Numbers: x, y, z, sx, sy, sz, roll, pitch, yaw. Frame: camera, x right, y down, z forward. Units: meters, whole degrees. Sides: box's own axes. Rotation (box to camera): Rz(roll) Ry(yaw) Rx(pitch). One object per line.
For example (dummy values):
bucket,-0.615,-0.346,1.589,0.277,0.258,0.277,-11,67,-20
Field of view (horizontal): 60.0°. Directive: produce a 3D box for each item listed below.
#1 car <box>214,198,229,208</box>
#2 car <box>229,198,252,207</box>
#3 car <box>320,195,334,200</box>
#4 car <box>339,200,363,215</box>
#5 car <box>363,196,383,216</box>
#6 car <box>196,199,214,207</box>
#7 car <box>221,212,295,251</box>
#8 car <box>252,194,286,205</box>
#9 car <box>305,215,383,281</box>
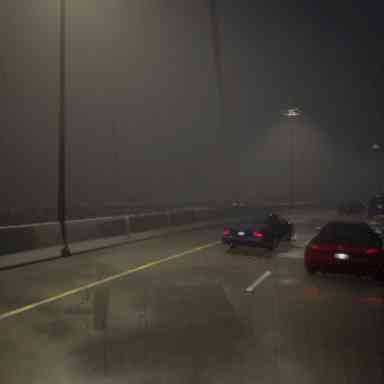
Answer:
car,5.831,1.608,49.731,1.837,1.490,4.892,0,0,40
car,7.577,1.616,46.358,1.837,1.490,4.892,0,-1,40
car,32.059,1.400,79.765,5.008,1.535,1.882,0,0,-37
car,17.437,1.635,36.035,1.882,1.535,5.008,0,0,38
car,17.863,1.376,30.912,2.150,2.045,5.566,0,0,37
car,2.707,1.687,51.486,1.895,1.301,4.718,0,0,40
car,3.021,1.586,14.391,2.033,1.411,5.357,0,0,29
car,10.736,1.348,44.733,2.150,2.045,5.566,0,0,40
car,4.758,1.608,10.227,1.994,1.385,4.181,0,0,28
